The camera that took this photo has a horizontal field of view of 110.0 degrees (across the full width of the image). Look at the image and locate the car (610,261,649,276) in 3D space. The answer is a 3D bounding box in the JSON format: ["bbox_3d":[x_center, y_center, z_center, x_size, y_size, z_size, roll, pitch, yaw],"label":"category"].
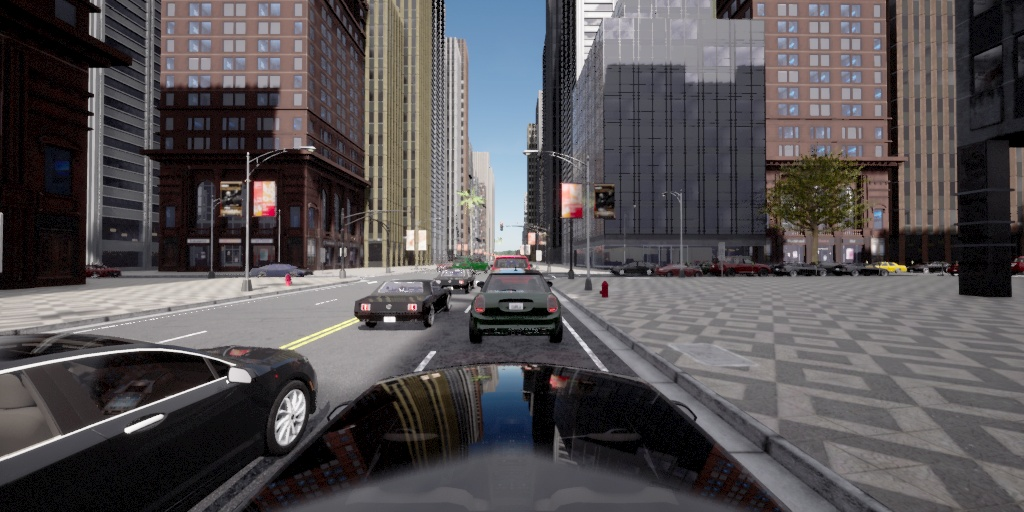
[{"bbox_3d":[13.027,1.326,38.616,4.892,1.490,1.837,0,-1,-1],"label":"car"}]

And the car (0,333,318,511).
[{"bbox_3d":[-3.151,1.255,2.186,1.837,1.490,4.892,0,0,0],"label":"car"}]

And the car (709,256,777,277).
[{"bbox_3d":[20.889,1.041,32.979,5.009,1.841,2.192,0,0,-1],"label":"car"}]

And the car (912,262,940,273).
[{"bbox_3d":[48.934,1.326,42.000,4.313,1.339,1.948,0,0,-1],"label":"car"}]

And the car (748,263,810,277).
[{"bbox_3d":[26.472,1.341,35.655,4.718,1.301,1.895,0,-1,-1],"label":"car"}]

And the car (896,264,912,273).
[{"bbox_3d":[43.125,1.296,41.897,4.829,1.417,1.751,0,0,-1],"label":"car"}]

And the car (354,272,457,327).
[{"bbox_3d":[-3.168,1.361,11.507,1.895,1.301,4.718,0,0,0],"label":"car"}]

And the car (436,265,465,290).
[{"bbox_3d":[-3.191,1.388,20.675,1.895,1.301,4.718,0,0,0],"label":"car"}]

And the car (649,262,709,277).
[{"bbox_3d":[15.251,1.327,32.880,4.207,1.307,1.802,0,0,-1],"label":"car"}]

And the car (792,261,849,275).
[{"bbox_3d":[33.424,1.285,38.970,4.674,1.442,1.812,0,-1,-1],"label":"car"}]

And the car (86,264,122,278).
[{"bbox_3d":[-41.003,1.488,34.810,5.008,1.535,1.882,0,-1,0],"label":"car"}]

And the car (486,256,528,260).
[{"bbox_3d":[-0.038,1.003,19.380,2.150,2.045,5.566,0,0,0],"label":"car"}]

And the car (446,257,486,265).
[{"bbox_3d":[-4.645,1.124,41.628,2.150,2.045,5.566,1,0,31],"label":"car"}]

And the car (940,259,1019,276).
[{"bbox_3d":[43.439,1.214,33.377,4.507,1.381,1.888,0,0,-1],"label":"car"}]

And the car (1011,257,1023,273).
[{"bbox_3d":[49.077,0.973,33.476,5.009,1.841,2.192,0,0,-1],"label":"car"}]

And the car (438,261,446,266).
[{"bbox_3d":[-9.947,1.504,53.076,1.812,1.442,4.674,0,0,-3],"label":"car"}]

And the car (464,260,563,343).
[{"bbox_3d":[0.080,1.109,9.860,2.097,1.767,4.553,0,0,0],"label":"car"}]

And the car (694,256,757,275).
[{"bbox_3d":[23.067,1.010,38.803,5.566,2.045,2.150,0,-1,-2],"label":"car"}]

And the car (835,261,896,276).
[{"bbox_3d":[32.163,1.260,33.178,4.313,1.339,1.948,0,0,-1],"label":"car"}]

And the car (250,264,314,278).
[{"bbox_3d":[-22.297,1.473,34.830,5.357,1.411,2.033,0,-1,0],"label":"car"}]

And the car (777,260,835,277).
[{"bbox_3d":[26.526,1.276,33.078,4.313,1.339,1.948,0,0,-1],"label":"car"}]
